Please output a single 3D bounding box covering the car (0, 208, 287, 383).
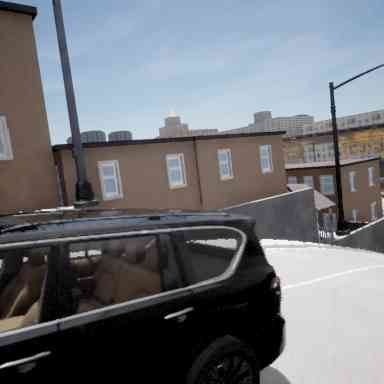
[{"bbox_3d":[-1.536,1.224,2.913,5.566,2.045,2.150,0,0,-36],"label":"car"}]
